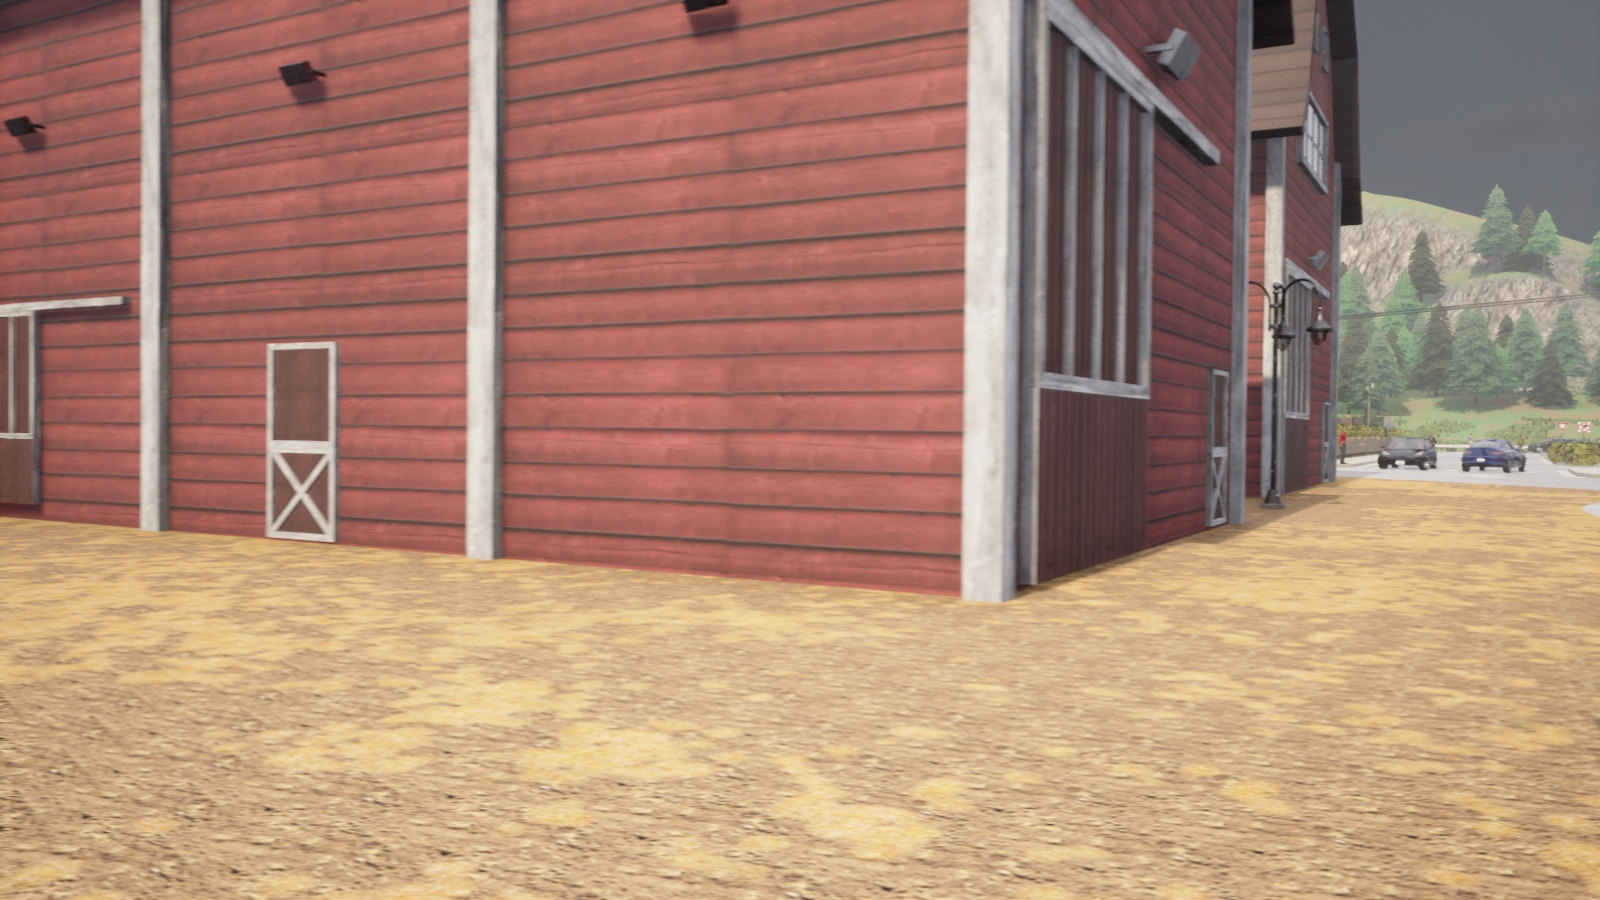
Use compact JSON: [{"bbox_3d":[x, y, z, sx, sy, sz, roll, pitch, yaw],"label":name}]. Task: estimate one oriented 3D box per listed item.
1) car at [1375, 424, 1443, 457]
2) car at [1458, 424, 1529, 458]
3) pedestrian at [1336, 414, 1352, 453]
[{"bbox_3d":[28.485,-0.471,58.647,2.163,1.488,4.792,0,1,34],"label":"car"},{"bbox_3d":[30.724,-0.417,55.564,1.812,1.442,4.674,0,1,41],"label":"car"},{"bbox_3d":[26.262,-0.795,60.624,0.331,1.846,0.636,-1,1,-41],"label":"pedestrian"}]
